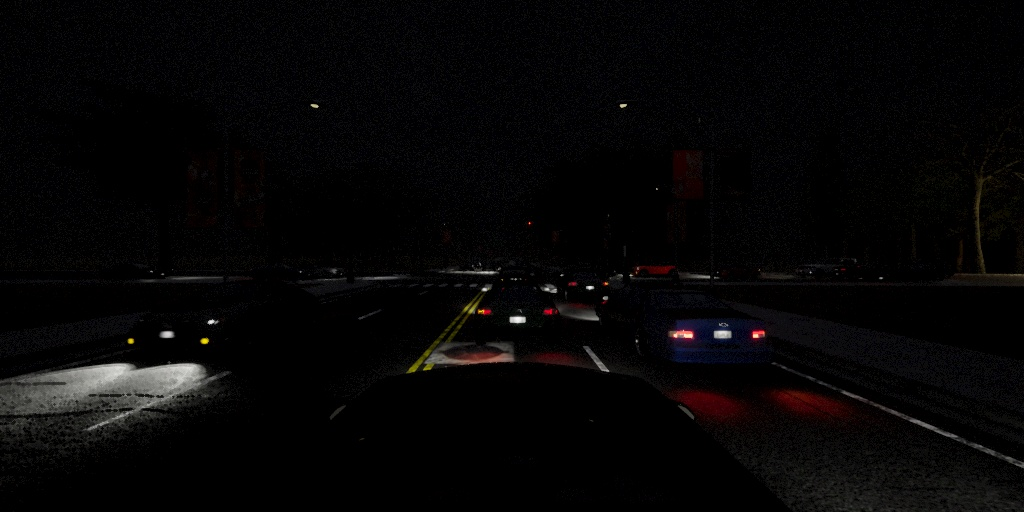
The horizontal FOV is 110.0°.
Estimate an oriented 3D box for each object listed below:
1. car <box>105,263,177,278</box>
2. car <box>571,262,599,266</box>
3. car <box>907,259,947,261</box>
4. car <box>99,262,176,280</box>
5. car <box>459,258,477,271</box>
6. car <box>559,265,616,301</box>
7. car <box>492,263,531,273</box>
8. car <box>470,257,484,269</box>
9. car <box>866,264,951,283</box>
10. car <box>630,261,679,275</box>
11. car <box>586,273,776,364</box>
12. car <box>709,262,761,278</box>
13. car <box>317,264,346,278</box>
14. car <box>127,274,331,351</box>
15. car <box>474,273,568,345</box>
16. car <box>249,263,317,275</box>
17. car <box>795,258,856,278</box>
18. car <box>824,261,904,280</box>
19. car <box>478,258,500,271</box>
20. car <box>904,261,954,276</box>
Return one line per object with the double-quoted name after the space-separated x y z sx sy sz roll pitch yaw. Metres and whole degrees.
-34.219 1.308 33.168 4.718 1.301 1.895 0 0 -1 "car"
7.178 1.345 33.496 4.902 1.511 2.128 1 0 0 "car"
45.924 1.326 40.434 5.566 2.045 2.150 0 0 0 "car"
-31.520 1.236 29.945 4.674 1.442 1.812 0 0 -1 "car"
-6.567 1.414 52.122 1.837 1.490 4.892 0 0 0 "car"
3.356 1.339 17.475 1.994 1.385 4.181 0 0 0 "car"
0.098 1.283 18.486 1.837 1.490 4.892 0 0 0 "car"
-6.553 1.190 61.973 2.150 2.045 5.566 0 0 0 "car"
33.526 1.603 30.443 4.718 1.301 1.895 0 0 0 "car"
14.598 1.264 36.984 4.553 1.767 2.097 0 0 -1 "car"
3.353 1.302 8.231 2.033 1.411 5.357 0 0 0 "car"
23.232 1.520 37.078 4.181 1.385 1.994 0 0 -2 "car"
-18.078 1.364 33.321 4.718 1.301 1.895 0 0 -1 "car"
-6.597 1.319 8.846 1.994 1.385 4.181 0 0 0 "car"
0.106 1.320 9.580 1.994 1.385 4.181 0 0 0 "car"
-19.390 1.279 30.067 4.674 1.442 1.812 0 0 -2 "car"
32.674 1.229 37.135 5.566 2.045 2.150 0 0 0 "car"
32.963 1.495 33.690 4.902 1.511 2.128 0 0 0 "car"
-3.316 1.403 52.674 2.128 1.511 4.902 0 0 0 "car"
42.657 1.566 37.185 4.902 1.511 2.128 0 0 0 "car"
